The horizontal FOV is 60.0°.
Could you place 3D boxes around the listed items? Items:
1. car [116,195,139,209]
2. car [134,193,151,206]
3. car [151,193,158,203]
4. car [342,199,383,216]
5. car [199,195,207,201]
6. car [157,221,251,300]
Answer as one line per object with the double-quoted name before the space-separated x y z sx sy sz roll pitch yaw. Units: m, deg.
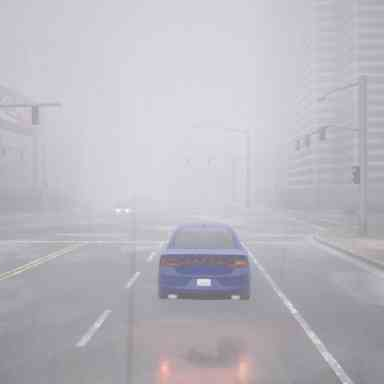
"car" -9.133 1.564 46.216 1.994 1.385 4.181 0 0 2
"car" -8.819 1.215 55.551 2.150 2.045 5.566 0 1 2
"car" -8.289 1.547 68.987 2.033 1.411 5.357 0 0 2
"car" 17.234 1.505 32.366 4.892 1.490 1.837 0 0 2
"car" 2.781 1.524 86.238 1.812 1.442 4.674 0 0 2
"car" 0.310 1.478 8.462 1.882 1.535 5.008 0 0 2
